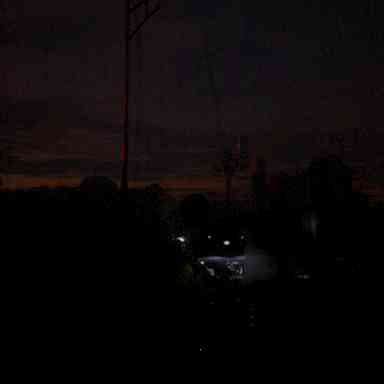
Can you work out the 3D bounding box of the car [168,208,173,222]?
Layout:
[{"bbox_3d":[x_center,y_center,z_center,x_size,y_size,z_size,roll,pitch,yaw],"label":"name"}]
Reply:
[{"bbox_3d":[-1.558,2.438,35.458,2.033,1.411,5.357,1,-2,-6],"label":"car"}]

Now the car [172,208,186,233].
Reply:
[{"bbox_3d":[-0.121,2.067,24.072,1.882,1.535,5.008,1,-2,-8],"label":"car"}]

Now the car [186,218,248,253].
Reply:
[{"bbox_3d":[1.128,1.929,15.450,1.994,1.385,4.181,1,-2,-9],"label":"car"}]
